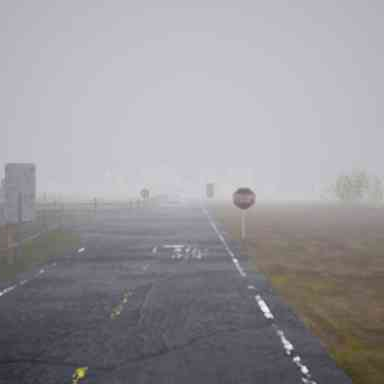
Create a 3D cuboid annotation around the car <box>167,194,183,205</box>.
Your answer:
[{"bbox_3d":[-2.760,1.225,52.288,1.837,1.490,4.892,0,2,0],"label":"car"}]
